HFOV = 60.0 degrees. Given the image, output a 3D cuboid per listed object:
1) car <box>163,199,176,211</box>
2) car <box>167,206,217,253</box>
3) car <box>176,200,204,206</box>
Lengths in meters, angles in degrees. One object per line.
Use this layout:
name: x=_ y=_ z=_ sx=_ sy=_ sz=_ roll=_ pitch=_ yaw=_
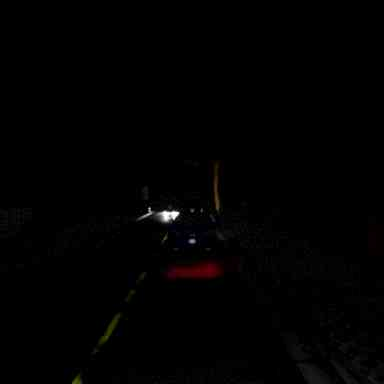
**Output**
car: x=-2.769 y=1.736 z=44.533 sx=2.128 sy=1.511 sz=4.902 roll=0 pitch=0 yaw=0
car: x=0.027 y=1.600 z=14.246 sx=1.882 sy=1.535 sz=5.008 roll=0 pitch=0 yaw=0
car: x=0.020 y=1.547 z=28.402 sx=2.097 sy=1.767 sz=4.553 roll=0 pitch=0 yaw=0
